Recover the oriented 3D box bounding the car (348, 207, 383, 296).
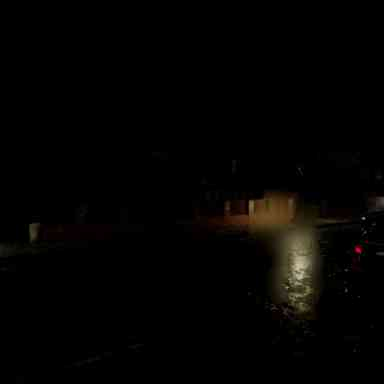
[{"bbox_3d":[5.517,1.317,7.384,4.553,1.767,2.097,0,0,-35],"label":"car"}]

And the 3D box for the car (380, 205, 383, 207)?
[{"bbox_3d":[12.610,1.464,20.655,5.357,1.411,2.033,0,0,-35],"label":"car"}]
